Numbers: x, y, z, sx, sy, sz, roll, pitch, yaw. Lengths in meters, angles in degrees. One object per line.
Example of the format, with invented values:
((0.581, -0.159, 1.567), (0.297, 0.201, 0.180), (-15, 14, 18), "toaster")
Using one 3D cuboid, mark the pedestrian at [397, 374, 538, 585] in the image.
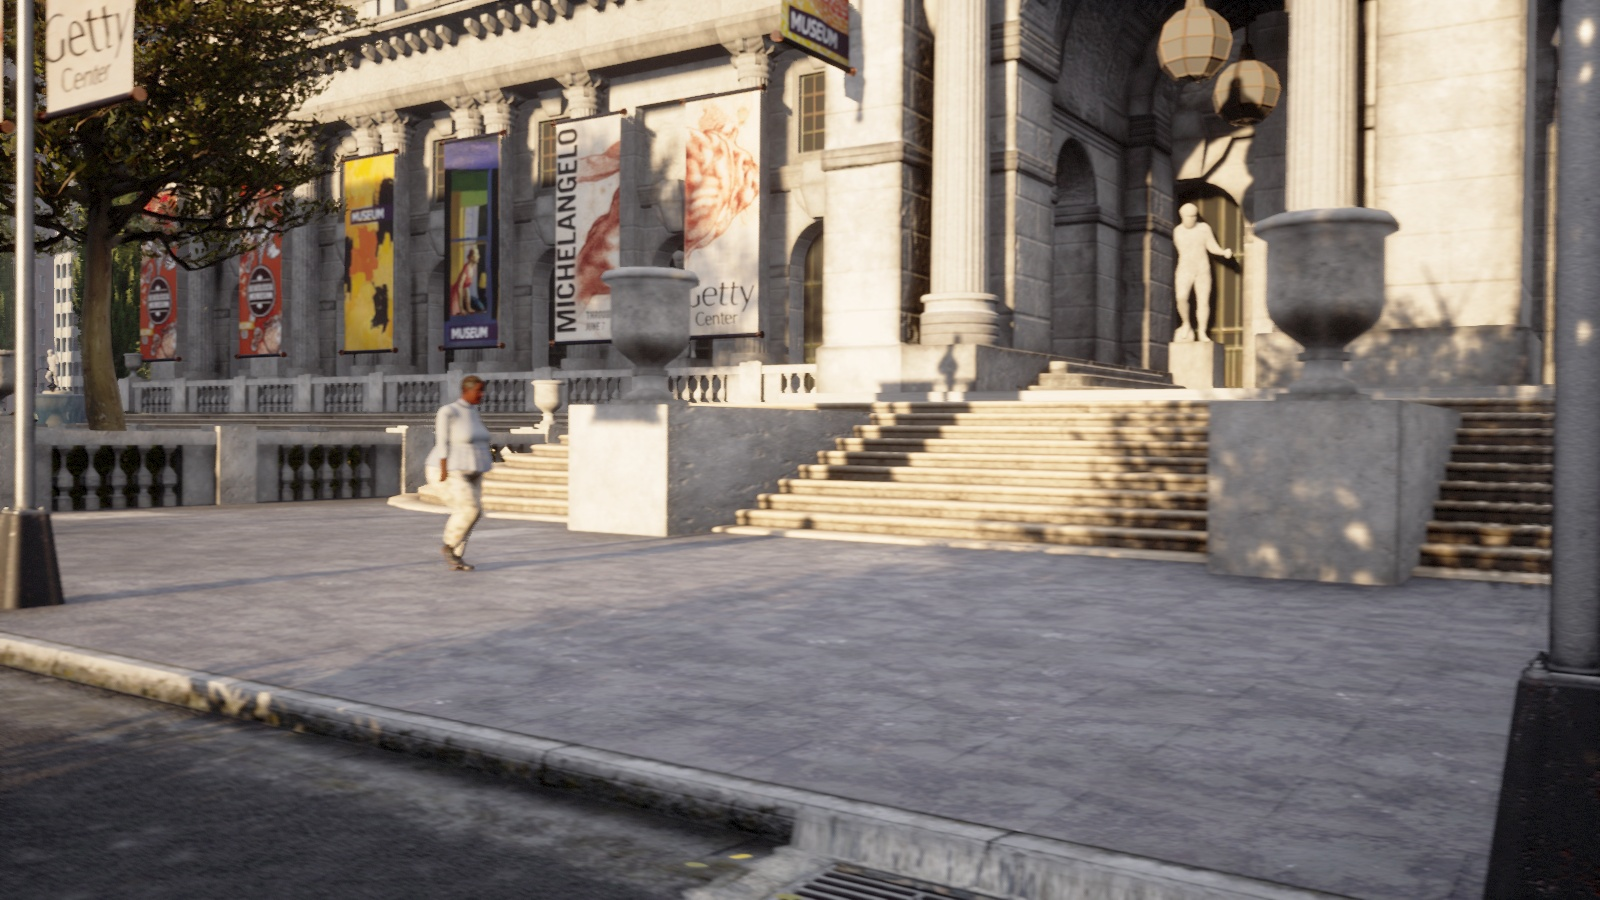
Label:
((-3.063, 0.257, 11.623), (0.900, 1.855, 0.874), (0, 1, 21), "pedestrian")
